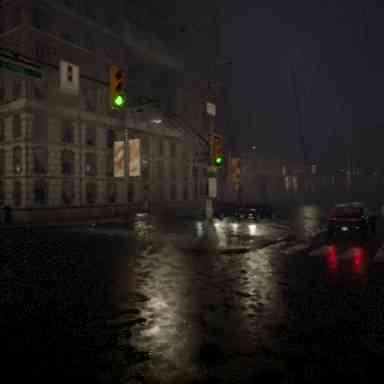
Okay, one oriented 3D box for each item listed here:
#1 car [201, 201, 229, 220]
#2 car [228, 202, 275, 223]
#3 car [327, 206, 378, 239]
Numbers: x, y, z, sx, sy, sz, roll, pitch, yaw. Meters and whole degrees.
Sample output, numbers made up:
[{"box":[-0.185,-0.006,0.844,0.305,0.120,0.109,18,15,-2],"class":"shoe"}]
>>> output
[{"box":[2.690,1.612,29.628,1.882,1.535,5.008,-1,0,35],"class":"car"},{"box":[5.189,1.607,27.087,1.837,1.490,4.892,-1,0,36],"class":"car"},{"box":[8.617,1.519,17.742,2.128,1.511,4.902,-1,0,35],"class":"car"}]
